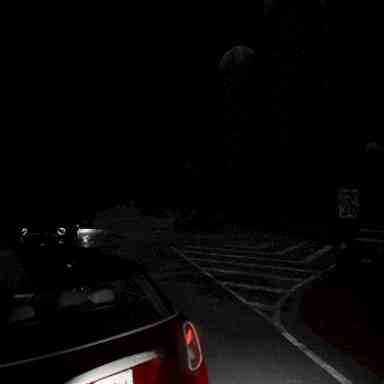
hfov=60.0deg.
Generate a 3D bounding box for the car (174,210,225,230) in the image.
[{"bbox_3d":[0.570,2.265,27.051,3.988,1.617,1.851,0,-2,-13],"label":"car"}]

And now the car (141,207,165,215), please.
[{"bbox_3d":[-6.900,3.322,59.190,4.181,1.381,1.994,0,-2,-13],"label":"car"}]

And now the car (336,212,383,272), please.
[{"bbox_3d":[6.442,1.645,11.099,3.866,1.878,1.905,2,-2,-44],"label":"car"}]

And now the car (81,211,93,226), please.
[{"bbox_3d":[-9.733,2.405,29.125,2.033,1.411,5.357,0,-2,-12],"label":"car"}]

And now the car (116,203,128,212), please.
[{"bbox_3d":[-17.212,3.641,80.510,2.150,2.045,5.566,0,-2,-12],"label":"car"}]

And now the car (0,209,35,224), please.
[{"bbox_3d":[-5.305,1.396,6.985,2.150,2.045,5.566,0,-2,-11],"label":"car"}]

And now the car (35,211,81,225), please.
[{"bbox_3d":[-7.032,1.825,16.621,2.097,1.767,4.553,0,-2,-12],"label":"car"}]

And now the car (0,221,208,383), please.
[{"bbox_3d":[-1.927,1.434,3.967,2.097,1.767,4.553,1,-2,-40],"label":"car"}]
